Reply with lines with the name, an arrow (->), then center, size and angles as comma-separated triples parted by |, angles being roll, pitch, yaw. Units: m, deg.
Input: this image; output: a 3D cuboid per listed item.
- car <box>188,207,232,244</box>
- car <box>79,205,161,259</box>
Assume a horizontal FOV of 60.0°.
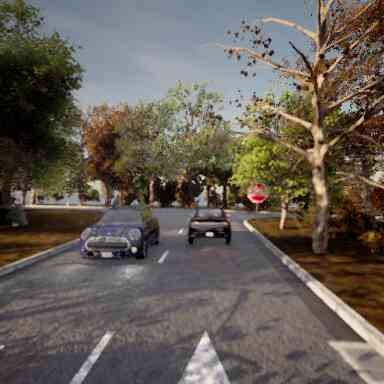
car -> 0.835, 1.471, 15.764 | 2.128, 1.511, 4.902 | 0, 0, 3
car -> -2.492, 1.329, 12.453 | 2.097, 1.767, 4.553 | 0, 0, 3
